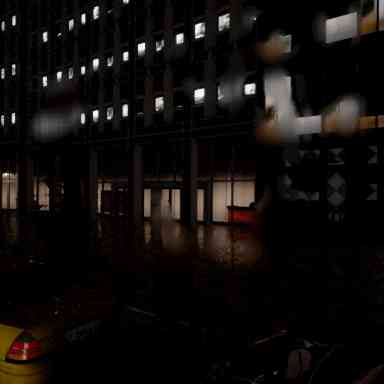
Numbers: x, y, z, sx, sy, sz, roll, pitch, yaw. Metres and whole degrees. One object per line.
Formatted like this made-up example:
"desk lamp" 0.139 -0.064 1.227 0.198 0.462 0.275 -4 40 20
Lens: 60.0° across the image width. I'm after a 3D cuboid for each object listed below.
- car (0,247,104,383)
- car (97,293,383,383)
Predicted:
"car" -3.085 1.524 5.075 4.829 1.417 1.752 0 1 36
"car" 1.673 1.440 1.666 4.097 1.590 1.967 0 1 36
